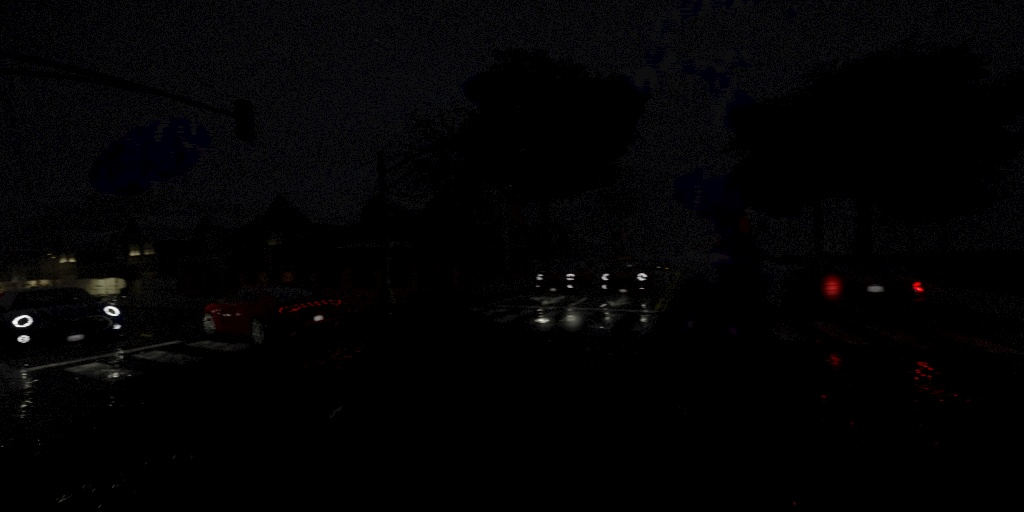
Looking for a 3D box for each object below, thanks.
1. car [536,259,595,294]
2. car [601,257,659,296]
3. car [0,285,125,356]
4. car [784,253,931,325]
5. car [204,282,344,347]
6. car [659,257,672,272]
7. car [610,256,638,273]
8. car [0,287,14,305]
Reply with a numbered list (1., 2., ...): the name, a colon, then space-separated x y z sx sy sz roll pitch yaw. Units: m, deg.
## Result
1. car: 2.932 1.003 19.213 2.097 1.767 4.553 -2 0 26
2. car: 5.845 0.912 17.774 2.097 1.767 4.553 -2 0 26
3. car: -13.880 1.730 10.820 4.553 1.767 2.097 -2 1 28
4. car: 9.781 0.790 10.630 2.097 1.767 4.553 -2 0 26
5. car: -7.033 1.527 10.450 5.008 1.535 1.882 -3 0 32
6. car: 14.895 0.838 36.049 1.994 1.385 4.181 -2 0 26
7. car: 11.530 0.857 36.584 1.882 1.535 5.008 -2 0 26
8. car: -40.222 3.102 27.369 4.718 1.301 1.895 -3 1 27
